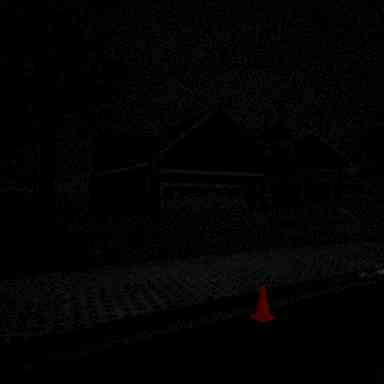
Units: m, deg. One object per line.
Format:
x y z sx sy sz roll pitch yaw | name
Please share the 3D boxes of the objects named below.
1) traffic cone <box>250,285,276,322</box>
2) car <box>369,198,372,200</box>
1.288 1.976 6.015 0.340 0.580 0.340 0 0 -32 | traffic cone
25.039 1.532 45.344 2.033 1.411 5.357 1 0 -9 | car
